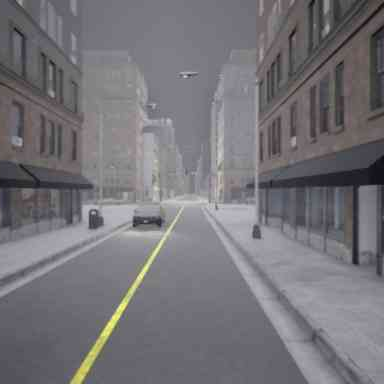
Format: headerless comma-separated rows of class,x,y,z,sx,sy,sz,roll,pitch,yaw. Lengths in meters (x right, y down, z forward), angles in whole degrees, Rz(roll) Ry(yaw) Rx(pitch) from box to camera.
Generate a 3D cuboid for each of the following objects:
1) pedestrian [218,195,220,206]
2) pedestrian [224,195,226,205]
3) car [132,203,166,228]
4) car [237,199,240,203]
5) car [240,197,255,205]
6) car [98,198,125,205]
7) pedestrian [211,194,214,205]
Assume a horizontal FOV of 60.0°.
pedestrian,4.511,1.313,55.245,0.375,1.860,0.375,0,0,0
pedestrian,5.510,1.322,55.845,0.375,1.860,0.375,0,0,0
car,-2.850,1.544,22.940,1.882,1.535,5.008,0,0,0
car,11.772,1.747,69.659,4.507,1.381,1.887,0,0,0
car,11.764,1.765,61.634,4.403,1.369,2.008,0,0,0
car,-14.911,1.733,61.657,4.829,1.417,1.752,0,0,0
pedestrian,3.511,1.317,56.445,0.375,1.860,0.375,0,0,0
